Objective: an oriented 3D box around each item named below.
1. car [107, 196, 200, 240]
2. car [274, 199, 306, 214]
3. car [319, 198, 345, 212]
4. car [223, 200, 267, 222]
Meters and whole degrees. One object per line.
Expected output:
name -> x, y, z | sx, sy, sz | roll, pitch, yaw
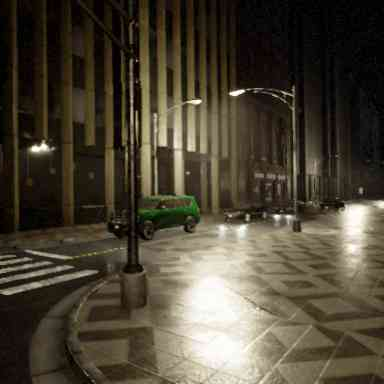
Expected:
car -> -1.799, 1.236, 17.518 | 2.150, 2.045, 5.566 | -1, 0, 37
car -> 10.275, 1.477, 34.567 | 2.033, 1.411, 5.357 | -1, 0, 35
car -> 15.202, 1.357, 35.999 | 2.128, 1.511, 4.902 | -1, 0, 35
car -> 4.225, 1.449, 26.047 | 1.882, 1.535, 5.008 | -1, 0, 35
